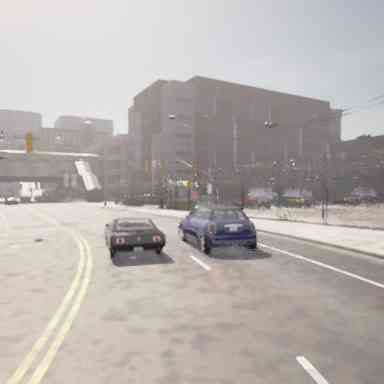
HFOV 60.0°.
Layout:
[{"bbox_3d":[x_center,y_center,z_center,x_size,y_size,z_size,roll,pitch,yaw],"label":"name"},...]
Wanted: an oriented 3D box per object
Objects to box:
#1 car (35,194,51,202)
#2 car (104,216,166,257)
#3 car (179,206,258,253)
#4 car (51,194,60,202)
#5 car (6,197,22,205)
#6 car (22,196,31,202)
[{"bbox_3d":[-37.377,1.752,83.102,2.128,1.511,4.902,0,0,-29],"label":"car"},{"bbox_3d":[-2.418,1.614,13.133,1.895,1.301,4.718,0,0,-17],"label":"car"},{"bbox_3d":[0.903,1.343,13.942,2.097,1.767,4.553,-1,0,-16],"label":"car"},{"bbox_3d":[-36.055,1.816,87.204,1.895,1.301,4.718,0,0,-30],"label":"car"},{"bbox_3d":[-33.597,1.751,62.292,2.033,1.411,5.357,0,0,-30],"label":"car"},{"bbox_3d":[-40.417,1.747,81.367,1.837,1.490,4.892,0,0,-29],"label":"car"}]
